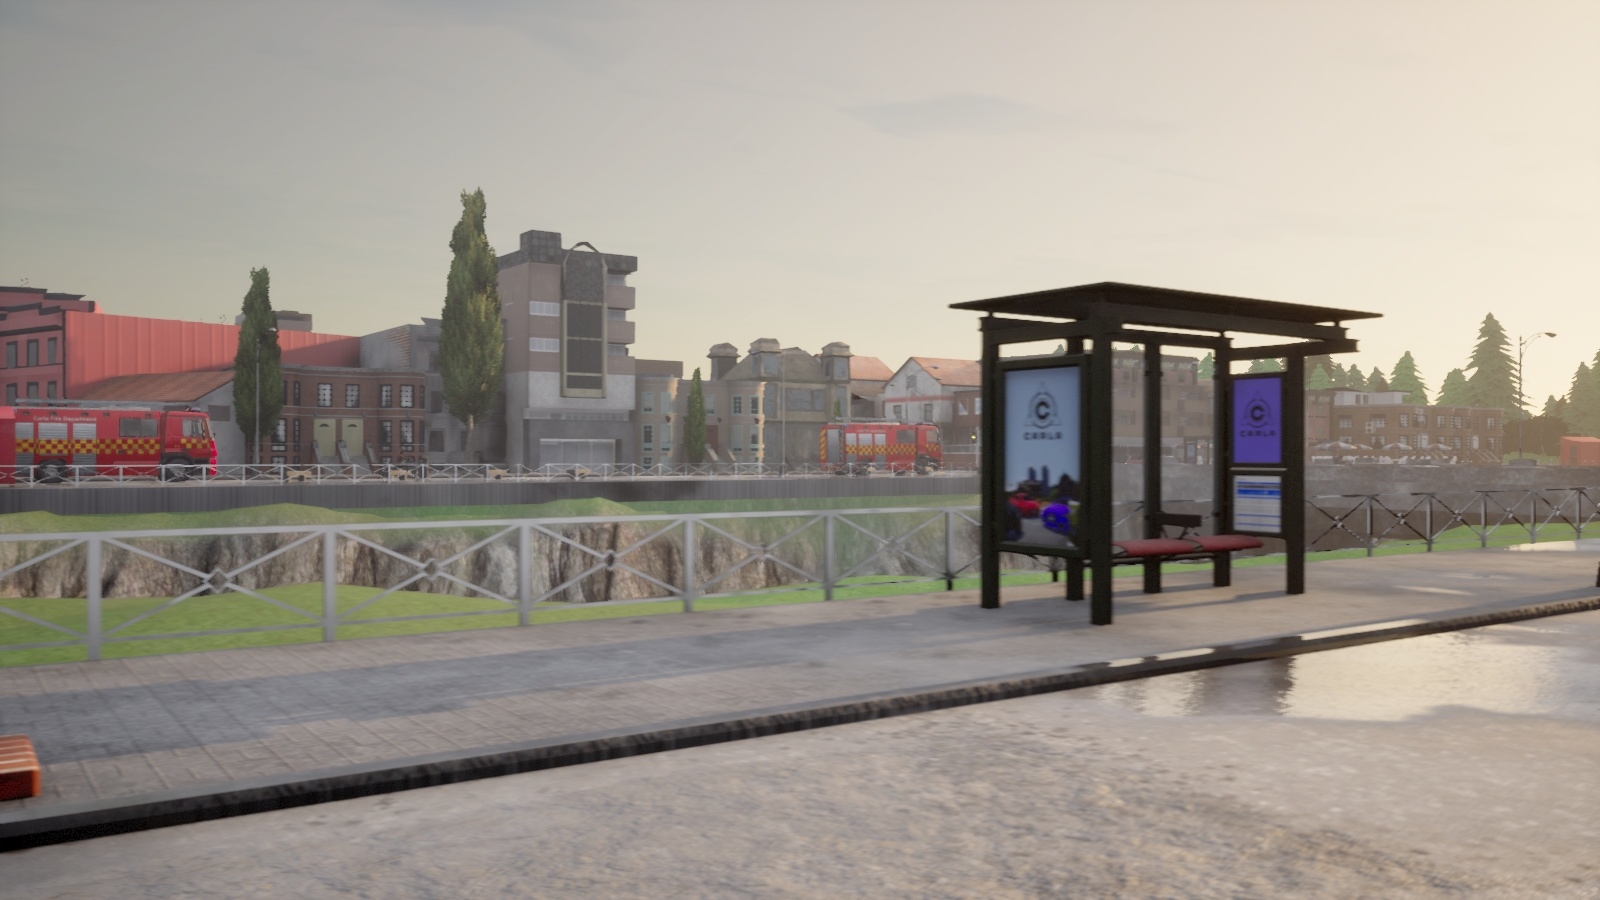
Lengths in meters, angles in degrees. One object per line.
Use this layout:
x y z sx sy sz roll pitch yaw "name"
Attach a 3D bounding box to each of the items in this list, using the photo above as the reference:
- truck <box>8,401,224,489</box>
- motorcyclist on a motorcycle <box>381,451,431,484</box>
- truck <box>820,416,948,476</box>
-31.303 -0.212 57.667 8.468 3.827 2.891 0 0 -35 "truck"
-20.450 0.898 65.222 2.350 1.649 0.766 0 0 -35 "motorcyclist on a motorcycle"
5.645 -0.227 83.400 8.468 3.827 2.891 0 0 -35 "truck"
